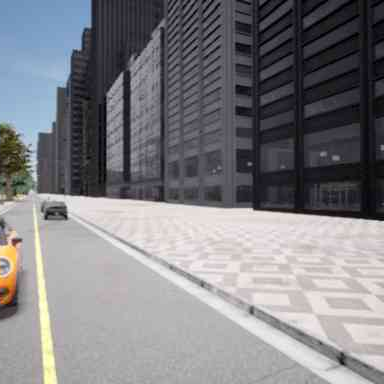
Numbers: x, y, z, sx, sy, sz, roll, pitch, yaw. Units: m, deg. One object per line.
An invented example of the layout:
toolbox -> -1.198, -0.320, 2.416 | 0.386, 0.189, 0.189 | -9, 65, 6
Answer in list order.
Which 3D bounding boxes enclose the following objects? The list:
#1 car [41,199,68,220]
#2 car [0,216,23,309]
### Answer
car -> -12.116, 1.587, 29.499 | 1.837, 1.490, 4.892 | 0, -1, -26
car -> -5.009, 1.372, 7.456 | 2.097, 1.767, 4.553 | 0, 0, -26
